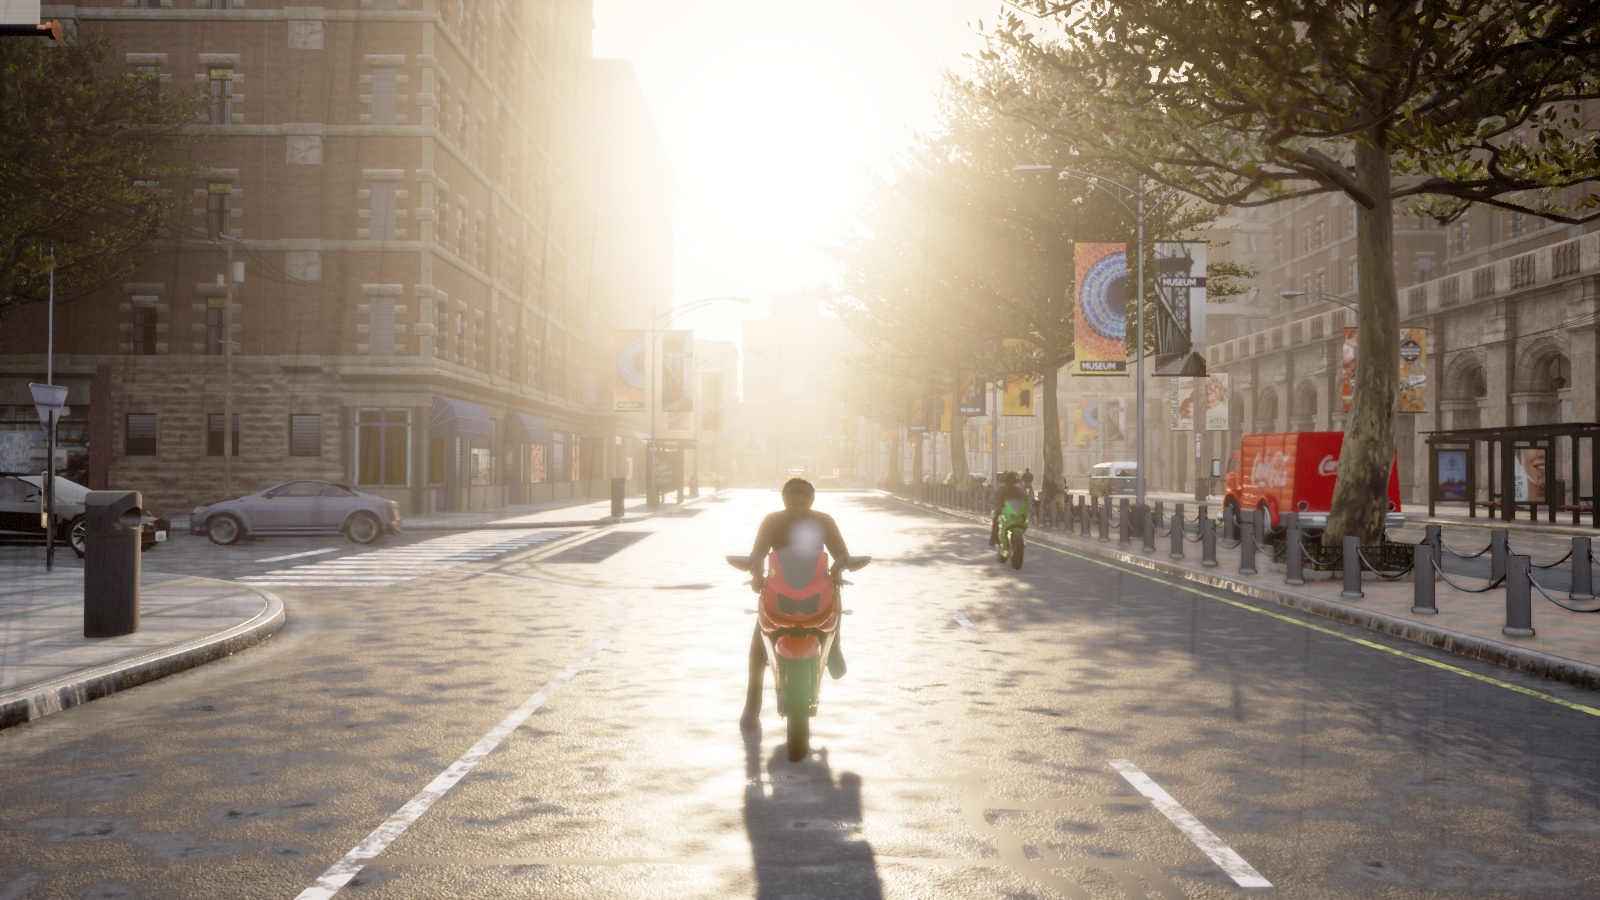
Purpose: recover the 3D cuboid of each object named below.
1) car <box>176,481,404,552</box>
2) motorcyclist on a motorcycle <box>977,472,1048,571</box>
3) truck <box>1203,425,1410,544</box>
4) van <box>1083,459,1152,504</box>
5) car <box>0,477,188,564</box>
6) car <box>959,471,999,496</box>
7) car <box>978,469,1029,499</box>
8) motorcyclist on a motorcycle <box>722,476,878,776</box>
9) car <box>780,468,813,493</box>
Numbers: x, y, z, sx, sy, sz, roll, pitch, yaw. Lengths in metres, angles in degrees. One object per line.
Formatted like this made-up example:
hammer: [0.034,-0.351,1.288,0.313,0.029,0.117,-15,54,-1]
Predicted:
car: [-10.677,1.367,26.599,4.181,1.385,1.994,0,-1,-12]
motorcyclist on a motorcycle: [3.446,1.127,20.509,0.797,1.523,2.044,0,-1,0]
truck: [11.414,0.765,28.845,2.627,2.467,5.204,0,-1,0]
van: [14.845,1.465,58.896,2.069,2.038,4.480,0,-1,0]
car: [-14.050,1.253,22.836,4.792,1.488,2.163,0,-1,-1]
car: [11.291,2.105,79.474,1.837,1.490,4.892,0,-1,0]
car: [11.311,1.873,70.087,2.033,1.649,4.856,0,-1,0]
motorcyclist on a motorcycle: [-0.005,0.922,7.471,0.797,1.523,2.044,0,-1,0]
car: [-0.231,2.125,87.492,2.242,1.667,4.611,0,-1,0]
